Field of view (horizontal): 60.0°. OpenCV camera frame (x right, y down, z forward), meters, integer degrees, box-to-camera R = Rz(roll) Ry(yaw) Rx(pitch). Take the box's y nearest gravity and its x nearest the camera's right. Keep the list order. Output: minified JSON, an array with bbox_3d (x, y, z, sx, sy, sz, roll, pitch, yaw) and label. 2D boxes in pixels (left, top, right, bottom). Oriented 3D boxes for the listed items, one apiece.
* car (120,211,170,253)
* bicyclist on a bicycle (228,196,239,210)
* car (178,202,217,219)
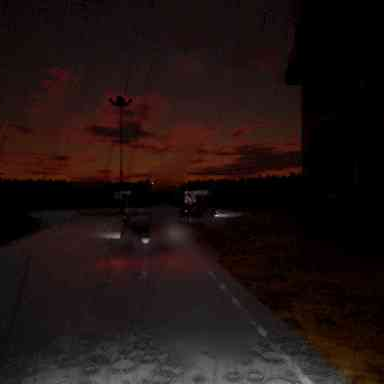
[{"bbox_3d":[-1.940,1.507,13.679,1.812,1.442,4.674,0,-1,-9],"label":"car"},{"bbox_3d":[5.071,1.341,40.503,1.656,1.620,0.582,-1,0,-26],"label":"bicyclist on a bicycle"},{"bbox_3d":[0.544,1.501,28.655,1.994,1.385,4.181,0,0,29],"label":"car"}]
